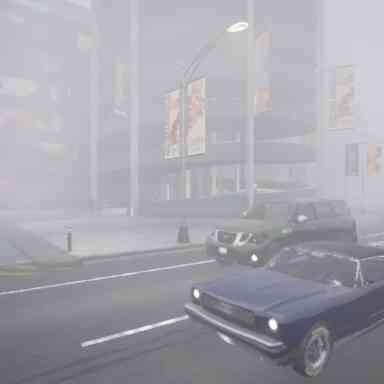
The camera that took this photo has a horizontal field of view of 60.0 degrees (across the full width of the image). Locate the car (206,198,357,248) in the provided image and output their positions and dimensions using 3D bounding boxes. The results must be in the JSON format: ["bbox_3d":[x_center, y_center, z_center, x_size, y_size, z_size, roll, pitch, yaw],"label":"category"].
[{"bbox_3d":[3.056,1.223,10.569,5.566,2.045,2.150,0,0,-36],"label":"car"}]

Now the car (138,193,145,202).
[{"bbox_3d":[-11.199,1.029,63.929,2.435,2.045,5.566,0,0,-36],"label":"car"}]

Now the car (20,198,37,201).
[{"bbox_3d":[-25.669,1.463,52.374,1.895,1.301,4.718,0,0,-36],"label":"car"}]

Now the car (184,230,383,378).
[{"bbox_3d":[2.213,1.600,5.662,4.718,1.301,1.895,0,0,-37],"label":"car"}]
